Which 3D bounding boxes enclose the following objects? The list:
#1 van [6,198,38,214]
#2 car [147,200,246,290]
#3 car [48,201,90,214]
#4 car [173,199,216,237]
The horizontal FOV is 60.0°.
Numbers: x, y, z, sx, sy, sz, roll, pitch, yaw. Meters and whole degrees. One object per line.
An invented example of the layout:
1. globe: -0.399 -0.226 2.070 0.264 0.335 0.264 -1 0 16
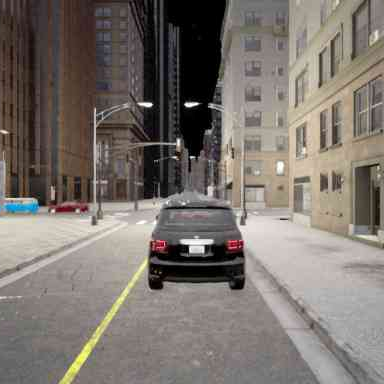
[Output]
1. van: -19.534 1.586 37.599 3.998 1.788 1.690 -1 0 0
2. car: 0.117 1.223 9.223 2.150 2.045 5.566 0 0 1
3. car: -13.908 1.722 37.569 4.507 1.381 1.887 -1 0 0
4. car: 0.131 1.356 18.672 2.097 1.767 4.553 0 0 0
